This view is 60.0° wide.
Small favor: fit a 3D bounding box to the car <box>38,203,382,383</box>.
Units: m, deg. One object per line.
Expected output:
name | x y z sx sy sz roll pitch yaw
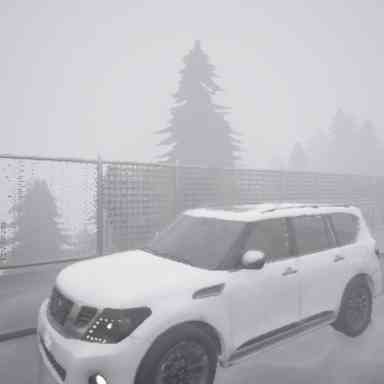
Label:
car | 0.726 1.223 5.123 5.566 2.045 2.150 0 0 -35
